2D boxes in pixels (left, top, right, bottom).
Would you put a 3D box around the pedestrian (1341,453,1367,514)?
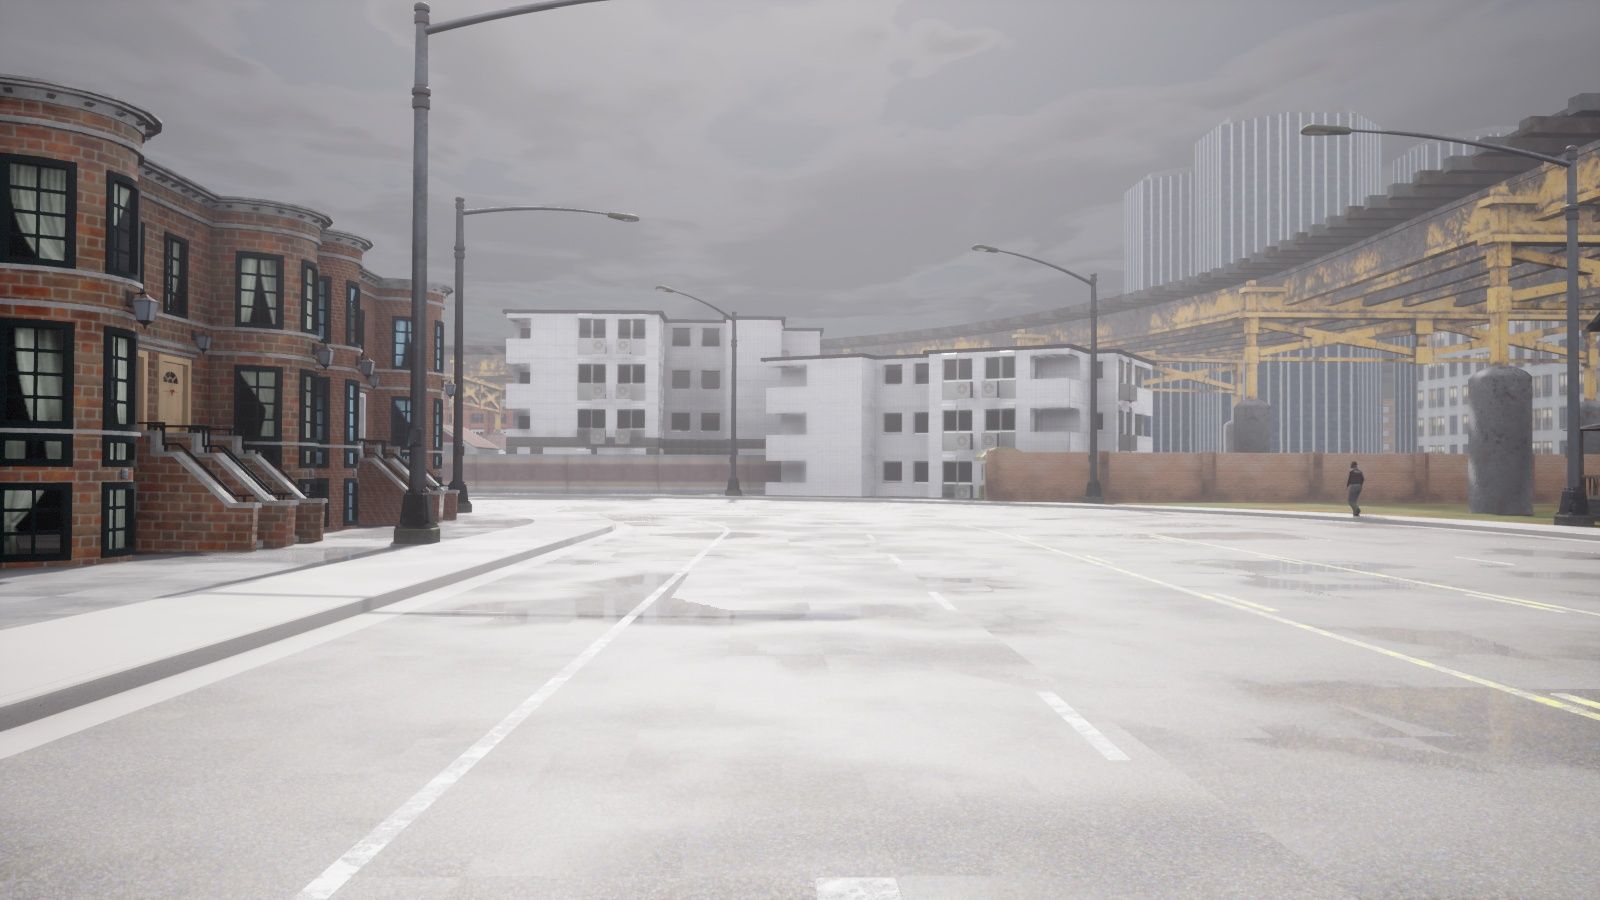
[{"bbox_3d":[17.766,1.073,40.270,0.402,1.930,0.666,0,-1,-17],"label":"pedestrian"}]
